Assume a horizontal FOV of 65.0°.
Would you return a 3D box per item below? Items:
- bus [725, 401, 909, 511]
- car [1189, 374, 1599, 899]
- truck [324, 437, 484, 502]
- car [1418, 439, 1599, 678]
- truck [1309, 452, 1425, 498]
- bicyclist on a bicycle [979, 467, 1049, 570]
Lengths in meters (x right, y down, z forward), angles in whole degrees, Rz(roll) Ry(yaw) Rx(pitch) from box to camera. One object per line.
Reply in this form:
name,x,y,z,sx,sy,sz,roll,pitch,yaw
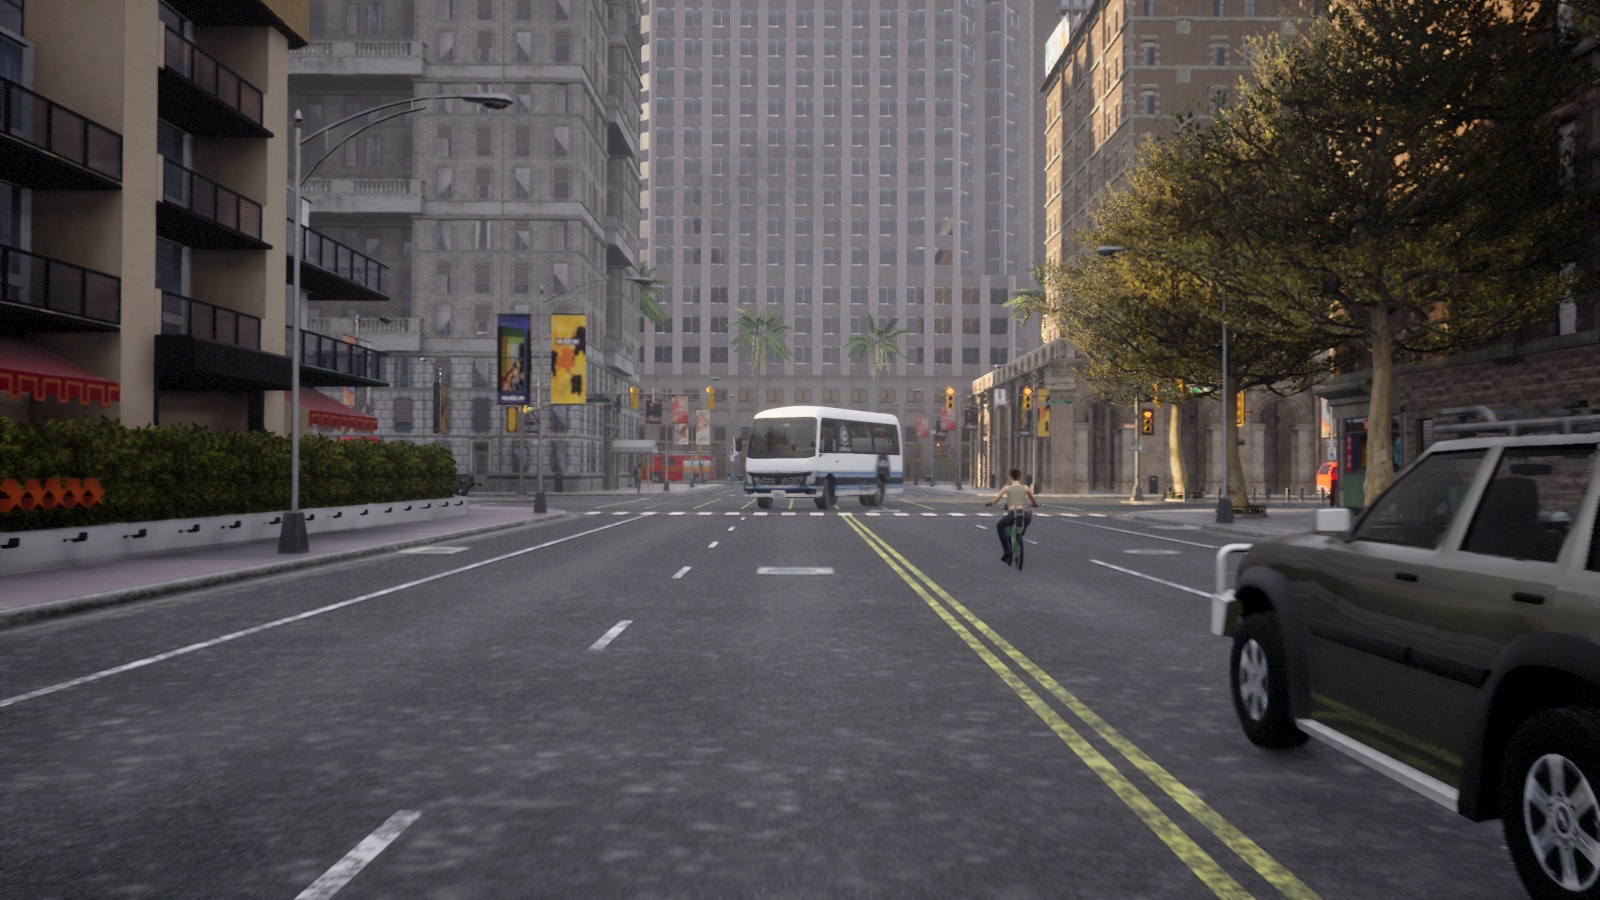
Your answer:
bus,1.011,0.332,53.641,3.944,4.253,10.273,-1,-1,25
car,3.485,0.714,5.778,1.932,1.855,4.605,0,-1,0
truck,-21.813,1.083,69.451,7.936,3.462,2.891,0,-1,0
car,6.975,0.808,9.728,2.097,1.767,4.553,0,-1,0
truck,31.215,1.363,69.280,5.204,2.467,2.627,0,-1,0
bicyclist on a bicycle,3.455,1.079,20.385,0.866,1.612,1.509,0,-1,0
